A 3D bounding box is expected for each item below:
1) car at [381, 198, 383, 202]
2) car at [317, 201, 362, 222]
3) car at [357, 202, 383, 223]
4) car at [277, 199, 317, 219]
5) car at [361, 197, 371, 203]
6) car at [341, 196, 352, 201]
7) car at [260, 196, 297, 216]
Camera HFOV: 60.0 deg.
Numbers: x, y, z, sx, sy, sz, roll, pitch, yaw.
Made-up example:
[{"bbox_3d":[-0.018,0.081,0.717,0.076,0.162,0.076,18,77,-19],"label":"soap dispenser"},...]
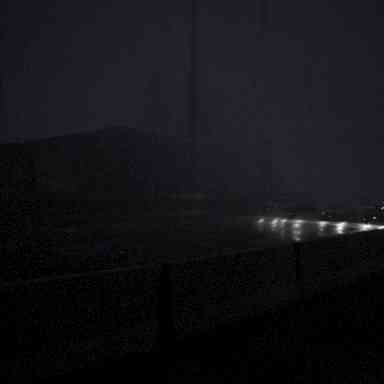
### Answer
[{"bbox_3d":[36.971,1.926,63.211,1.812,1.442,4.674,0,0,28],"label":"car"},{"bbox_3d":[13.100,1.763,29.377,1.812,1.442,4.674,0,0,43],"label":"car"},{"bbox_3d":[15.118,1.792,26.453,1.994,1.385,4.181,0,-1,44],"label":"car"},{"bbox_3d":[10.415,1.744,31.632,1.837,1.490,4.892,0,0,44],"label":"car"},{"bbox_3d":[34.083,1.778,65.261,2.033,1.411,5.357,0,0,28],"label":"car"},{"bbox_3d":[32.268,1.683,69.565,1.837,1.490,4.892,0,0,25],"label":"car"},{"bbox_3d":[9.529,1.487,35.784,2.150,2.045,5.566,0,-1,43],"label":"car"}]
